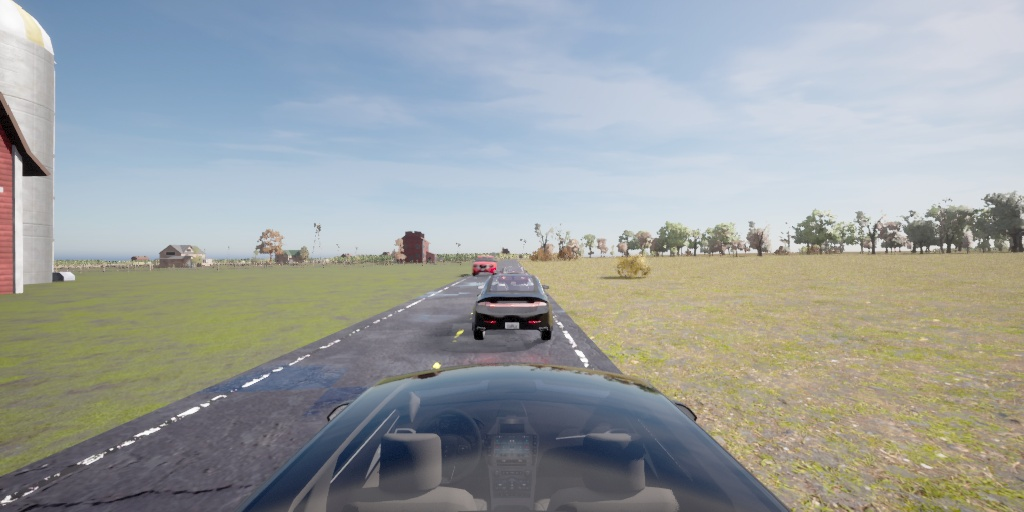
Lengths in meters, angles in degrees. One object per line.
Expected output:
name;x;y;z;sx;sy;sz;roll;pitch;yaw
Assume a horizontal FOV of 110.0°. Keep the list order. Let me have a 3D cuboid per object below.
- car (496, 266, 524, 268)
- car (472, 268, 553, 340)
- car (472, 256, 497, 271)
car;0.105;1.357;24.154;1.895;1.301;4.718;0;0;1
car;0.030;1.243;9.920;2.128;1.511;4.902;0;0;1
car;-2.693;0.977;36.113;2.150;2.045;5.566;1;0;1
